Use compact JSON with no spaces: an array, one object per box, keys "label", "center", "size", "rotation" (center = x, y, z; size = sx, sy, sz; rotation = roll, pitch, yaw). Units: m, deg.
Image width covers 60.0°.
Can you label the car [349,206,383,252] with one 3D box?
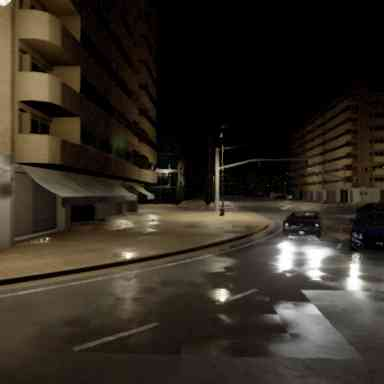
[{"label":"car","center":[7.800,1.573,14.002],"size":[1.882,1.535,5.008],"rotation":[0,0,28]}]

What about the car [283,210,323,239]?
[{"label":"car","center":[6.272,1.723,18.549],"size":[1.895,1.301,4.718],"rotation":[0,0,23]}]

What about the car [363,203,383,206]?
[{"label":"car","center":[16.056,1.674,29.222],"size":[1.882,1.535,5.008],"rotation":[0,0,7]}]
